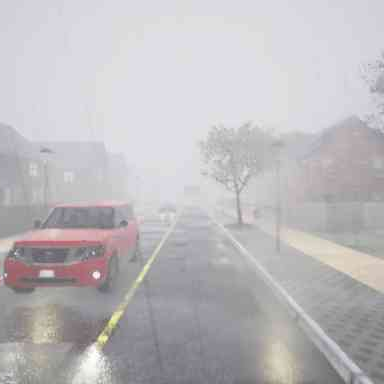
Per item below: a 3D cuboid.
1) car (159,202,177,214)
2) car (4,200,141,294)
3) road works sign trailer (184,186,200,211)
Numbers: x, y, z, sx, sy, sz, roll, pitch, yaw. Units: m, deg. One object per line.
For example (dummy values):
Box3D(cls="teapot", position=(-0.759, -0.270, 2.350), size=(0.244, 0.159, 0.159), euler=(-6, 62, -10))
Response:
Box3D(cls="car", position=(-2.846, 1.843, 39.859), size=(1.994, 1.385, 4.181), euler=(0, -1, 0))
Box3D(cls="car", position=(-2.826, 1.266, 9.277), size=(2.150, 2.045, 5.566), euler=(0, 0, 0))
Box3D(cls="road works sign trailer", position=(-0.008, 0.821, 47.767), size=(2.380, 3.560, 2.880), euler=(0, -1, 0))
